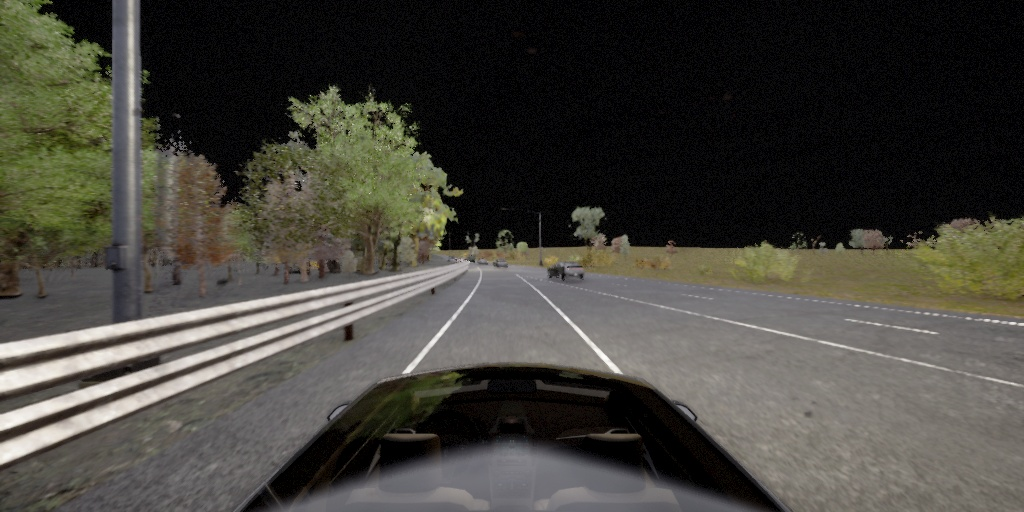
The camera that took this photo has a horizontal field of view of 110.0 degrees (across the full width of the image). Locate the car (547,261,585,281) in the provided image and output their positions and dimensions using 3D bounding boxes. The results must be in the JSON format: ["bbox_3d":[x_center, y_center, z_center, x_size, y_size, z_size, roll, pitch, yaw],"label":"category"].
[{"bbox_3d":[4.236,1.179,28.914,2.128,1.511,4.902,0,0,-12],"label":"car"}]

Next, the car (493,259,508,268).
[{"bbox_3d":[-1.961,1.232,58.273,2.128,1.511,4.902,0,0,-12],"label":"car"}]
